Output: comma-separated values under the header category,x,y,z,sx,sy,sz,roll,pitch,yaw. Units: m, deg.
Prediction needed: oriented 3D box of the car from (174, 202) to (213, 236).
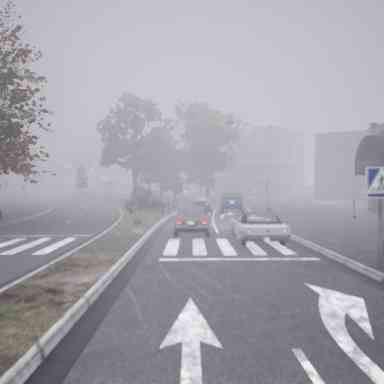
category,x,y,z,sx,sy,sz,roll,pitch,yaw
car,0.022,1.468,17.865,2.033,1.411,5.357,0,0,1

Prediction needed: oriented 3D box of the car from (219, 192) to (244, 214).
category,x,y,z,sx,sy,sz,roll,pitch,yaw
car,3.820,0.981,32.158,2.150,2.045,5.566,0,1,6

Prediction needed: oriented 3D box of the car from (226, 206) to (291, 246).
category,x,y,z,sx,sy,sz,roll,pitch,yaw
car,2.880,1.534,15.004,1.895,1.301,4.718,0,0,0

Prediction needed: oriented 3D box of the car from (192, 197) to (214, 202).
category,x,y,z,sx,sy,sz,roll,pitch,yaw
car,1.040,1.250,33.010,1.837,1.490,4.892,0,1,6
